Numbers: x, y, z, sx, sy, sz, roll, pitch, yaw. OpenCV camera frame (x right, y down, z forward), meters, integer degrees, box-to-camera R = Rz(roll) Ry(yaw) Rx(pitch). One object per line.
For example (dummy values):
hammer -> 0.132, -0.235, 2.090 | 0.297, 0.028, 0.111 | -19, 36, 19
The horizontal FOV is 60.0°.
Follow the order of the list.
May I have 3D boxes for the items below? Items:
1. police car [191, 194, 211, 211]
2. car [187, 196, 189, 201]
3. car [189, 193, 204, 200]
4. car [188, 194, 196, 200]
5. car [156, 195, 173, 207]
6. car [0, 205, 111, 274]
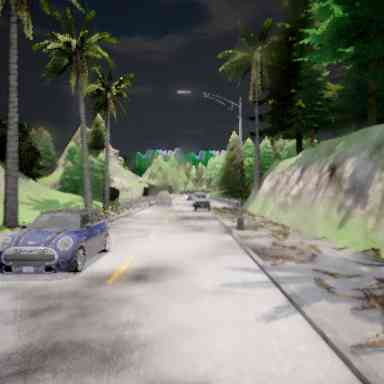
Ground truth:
police car -> 1.175, 1.372, 39.717 | 1.930, 1.638, 5.238 | -2, -1, 0
car -> 0.018, 1.166, 74.408 | 2.097, 1.767, 4.553 | 0, 0, 0
car -> 1.081, 1.137, 49.616 | 2.150, 2.045, 5.566 | -3, 0, 1
car -> 0.020, 1.291, 88.850 | 2.033, 1.411, 5.357 | 0, 0, 0
car -> -4.047, 1.316, 49.461 | 2.097, 1.767, 4.553 | 0, 0, 0
car -> -4.094, 1.344, 10.558 | 2.097, 1.767, 4.553 | 0, 0, 0
